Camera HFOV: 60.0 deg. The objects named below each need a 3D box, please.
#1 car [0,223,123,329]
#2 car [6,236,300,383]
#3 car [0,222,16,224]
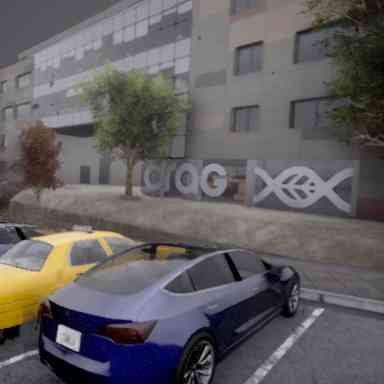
[{"bbox_3d":[-2.061,1.462,6.977,1.946,1.575,5.366,0,0,35],"label":"car"},{"bbox_3d":[0.123,1.502,5.229,2.163,1.488,4.792,0,0,35],"label":"car"},{"bbox_3d":[-4.428,1.488,8.471,2.163,1.488,4.792,0,0,36],"label":"car"}]
